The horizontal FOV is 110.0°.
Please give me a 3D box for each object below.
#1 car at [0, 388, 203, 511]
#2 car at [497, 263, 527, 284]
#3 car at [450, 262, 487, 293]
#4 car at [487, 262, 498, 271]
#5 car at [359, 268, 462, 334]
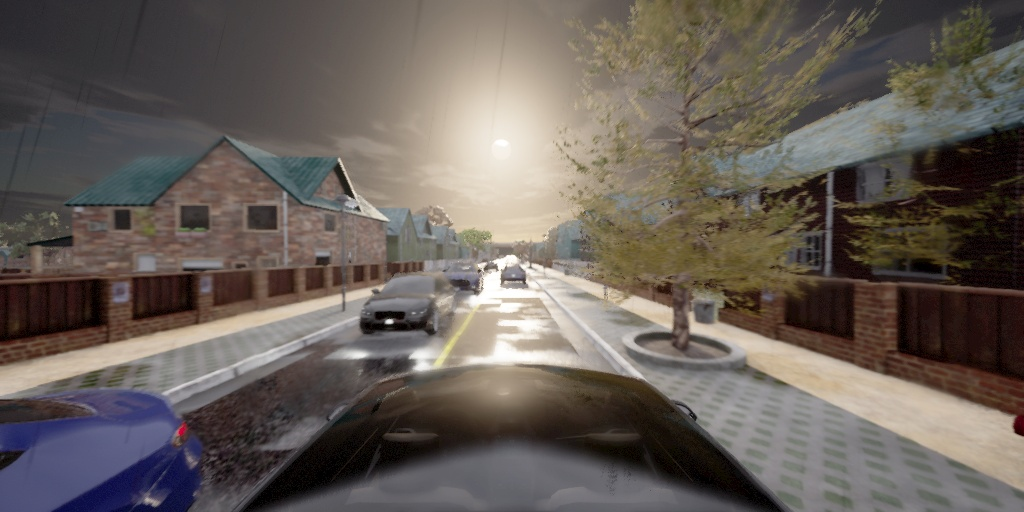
[{"bbox_3d":[-2.847,1.274,0.367,1.812,1.442,4.674,0,0,0],"label":"car"},{"bbox_3d":[0.089,1.372,27.882,1.994,1.385,4.181,0,0,-1],"label":"car"},{"bbox_3d":[-2.814,1.148,20.841,2.097,1.767,4.553,0,0,0],"label":"car"},{"bbox_3d":[-2.861,1.471,50.618,1.895,1.301,4.718,0,0,0],"label":"car"},{"bbox_3d":[-2.847,1.276,10.727,1.837,1.490,4.892,0,0,0],"label":"car"}]
